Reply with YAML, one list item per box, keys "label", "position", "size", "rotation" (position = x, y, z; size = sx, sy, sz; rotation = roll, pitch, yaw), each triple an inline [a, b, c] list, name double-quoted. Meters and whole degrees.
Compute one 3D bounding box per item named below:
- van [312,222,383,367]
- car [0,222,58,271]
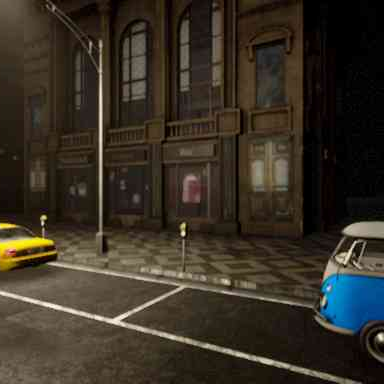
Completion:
- label: "van"
  position: [3.782, 1.338, 4.267]
  size: [3.998, 1.788, 1.690]
  rotation: [0, 0, 30]
- label: "car"
  position: [-6.129, 1.514, 9.917]
  size: [4.829, 1.417, 1.752]
  rotation: [0, 0, 30]
